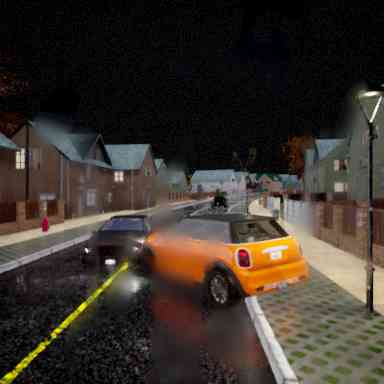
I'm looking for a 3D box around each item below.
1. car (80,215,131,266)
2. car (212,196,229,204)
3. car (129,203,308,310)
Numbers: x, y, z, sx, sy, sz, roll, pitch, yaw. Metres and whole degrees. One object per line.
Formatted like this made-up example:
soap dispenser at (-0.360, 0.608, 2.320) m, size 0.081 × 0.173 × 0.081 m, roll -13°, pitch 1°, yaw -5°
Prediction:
car at (-2.249, 1.527, 11.819) m, size 2.033 × 1.411 × 5.357 m, roll 0°, pitch 0°, yaw 0°
car at (3.683, 1.268, 44.039) m, size 1.812 × 1.442 × 4.674 m, roll 0°, pitch 1°, yaw 11°
car at (0.447, 1.306, 8.220) m, size 2.097 × 1.767 × 4.553 m, roll -2°, pitch 0°, yaw -34°
